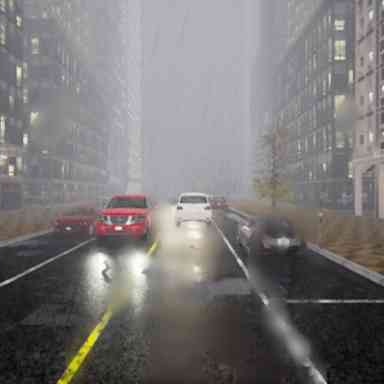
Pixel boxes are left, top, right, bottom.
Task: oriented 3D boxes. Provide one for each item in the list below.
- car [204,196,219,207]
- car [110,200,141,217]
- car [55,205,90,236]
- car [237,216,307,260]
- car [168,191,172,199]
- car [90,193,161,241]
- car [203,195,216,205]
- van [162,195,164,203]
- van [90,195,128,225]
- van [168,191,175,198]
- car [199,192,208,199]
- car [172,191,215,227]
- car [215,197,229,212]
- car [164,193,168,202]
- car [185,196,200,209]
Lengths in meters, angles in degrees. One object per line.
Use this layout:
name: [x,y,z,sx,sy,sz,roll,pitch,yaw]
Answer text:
car: [2.678,1.252,46.005,1.802,1.307,4.206,0,0,0]
car: [-5.697,1.377,28.941,1.802,1.307,4.206,0,0,0]
car: [-5.693,1.421,17.556,1.887,1.381,4.507,0,0,0]
car: [2.689,1.483,11.854,1.947,1.339,4.313,0,0,0]
car: [-5.713,0.939,79.998,1.752,1.417,4.829,0,0,0]
car: [-3.006,1.113,16.367,2.150,2.045,5.566,0,0,0]
car: [2.677,1.151,51.867,1.752,1.417,4.829,0,0,0]
van: [-5.703,0.968,51.707,1.690,1.788,3.998,0,0,0]
van: [-5.694,1.177,23.247,1.690,1.788,3.998,0,0,0]
van: [-5.715,0.666,91.551,1.690,1.788,3.998,0,0,0]
car: [2.668,0.853,80.154,1.967,1.590,4.097,0,0,0]
car: [0.092,1.072,21.353,2.150,2.045,5.566,0,1,0]
car: [2.683,1.194,34.620,1.967,1.590,4.097,0,0,0]
car: [-5.706,1.150,57.401,1.947,1.339,4.313,0,0,0]
car: [0.086,1.231,41.197,1.812,1.442,4.674,0,0,0]
